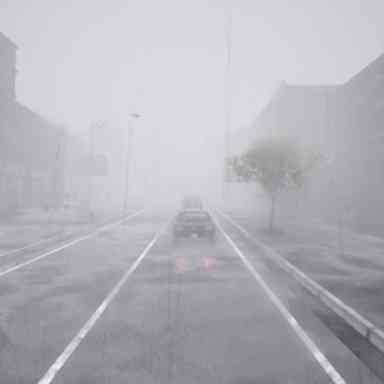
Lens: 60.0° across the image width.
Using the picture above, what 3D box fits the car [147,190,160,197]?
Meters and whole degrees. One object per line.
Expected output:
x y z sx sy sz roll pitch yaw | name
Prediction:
-8.607 0.245 73.850 1.837 1.490 4.892 1 2 -25 | car

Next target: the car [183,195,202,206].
0.096 1.117 37.839 2.097 1.767 4.553 0 1 0 | car

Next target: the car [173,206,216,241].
0.099 1.588 16.547 1.895 1.301 4.718 0 0 0 | car
